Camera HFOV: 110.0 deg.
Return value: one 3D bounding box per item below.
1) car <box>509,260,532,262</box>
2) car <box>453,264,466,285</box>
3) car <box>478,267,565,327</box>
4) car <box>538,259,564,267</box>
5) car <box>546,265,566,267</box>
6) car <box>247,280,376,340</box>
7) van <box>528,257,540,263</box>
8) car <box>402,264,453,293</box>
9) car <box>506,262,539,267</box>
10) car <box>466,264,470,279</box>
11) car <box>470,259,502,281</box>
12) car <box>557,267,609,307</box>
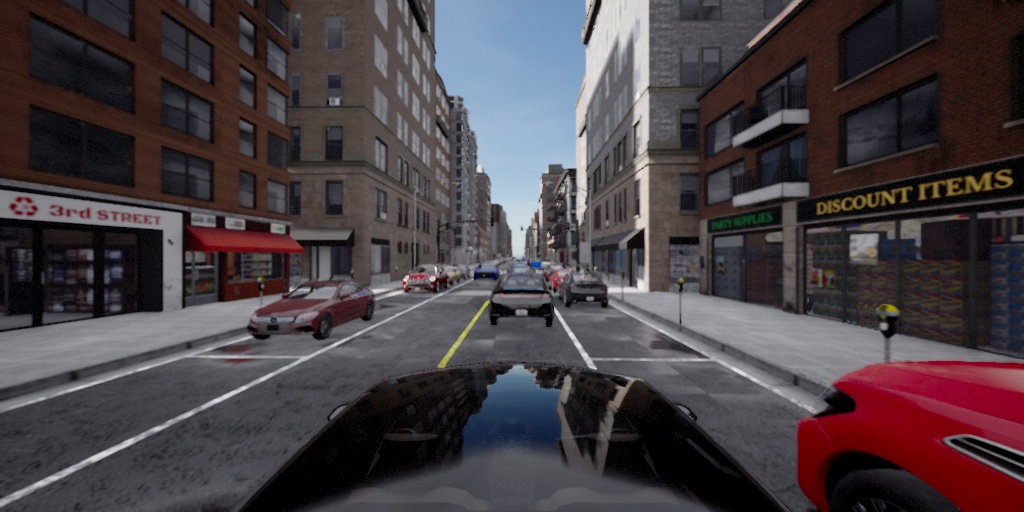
[{"bbox_3d":[0.753,1.359,35.348,1.812,1.442,4.674,0,0,1],"label":"car"},{"bbox_3d":[-4.849,1.335,26.389,1.751,1.417,4.829,0,0,1],"label":"car"},{"bbox_3d":[0.303,1.267,11.749,2.128,1.511,4.902,0,0,1],"label":"car"},{"bbox_3d":[3.178,1.252,26.382,1.967,1.591,4.097,0,0,1],"label":"car"},{"bbox_3d":[3.051,1.381,20.864,1.802,1.307,4.207,0,0,1],"label":"car"},{"bbox_3d":[-5.228,1.350,10.008,1.802,1.307,4.207,0,0,1],"label":"car"},{"bbox_3d":[3.934,1.233,58.973,1.690,1.789,3.998,0,0,1],"label":"van"},{"bbox_3d":[-4.973,1.236,21.043,1.967,1.591,4.097,0,0,1],"label":"car"},{"bbox_3d":[0.581,1.331,23.742,1.812,1.442,4.674,0,0,1],"label":"car"},{"bbox_3d":[-4.717,1.374,32.076,2.007,1.370,4.403,0,0,1],"label":"car"},{"bbox_3d":[-2.150,1.299,31.055,1.882,1.535,5.008,0,0,2],"label":"car"},{"bbox_3d":[2.923,1.335,15.346,2.007,1.370,4.403,0,0,1],"label":"car"}]
